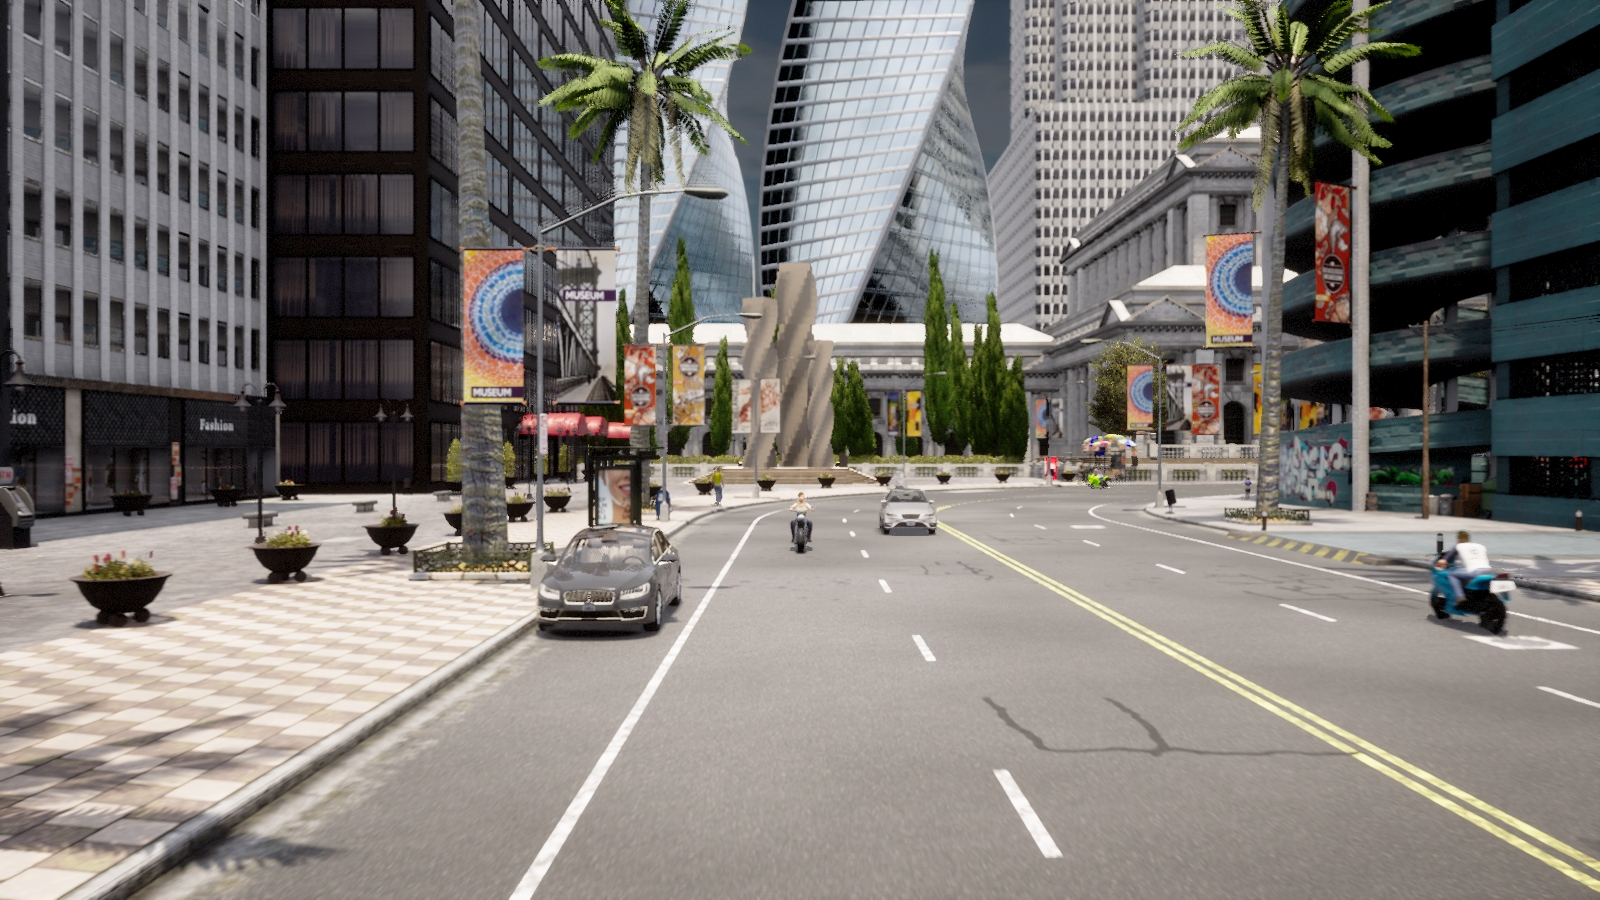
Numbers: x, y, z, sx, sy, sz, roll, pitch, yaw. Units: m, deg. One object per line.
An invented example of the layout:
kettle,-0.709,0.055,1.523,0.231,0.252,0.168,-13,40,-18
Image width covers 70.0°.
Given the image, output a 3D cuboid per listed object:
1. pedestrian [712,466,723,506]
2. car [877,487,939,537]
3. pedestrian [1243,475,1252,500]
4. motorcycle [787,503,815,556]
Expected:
pedestrian,-3.859,1.696,53.628,0.375,1.860,0.375,0,0,21
car,3.614,2.065,38.872,1.816,1.474,4.193,0,0,1
pedestrian,23.472,1.976,59.919,0.375,1.300,0.375,0,0,38
motorcycle,0.036,2.170,31.537,0.764,1.277,2.356,0,0,0
